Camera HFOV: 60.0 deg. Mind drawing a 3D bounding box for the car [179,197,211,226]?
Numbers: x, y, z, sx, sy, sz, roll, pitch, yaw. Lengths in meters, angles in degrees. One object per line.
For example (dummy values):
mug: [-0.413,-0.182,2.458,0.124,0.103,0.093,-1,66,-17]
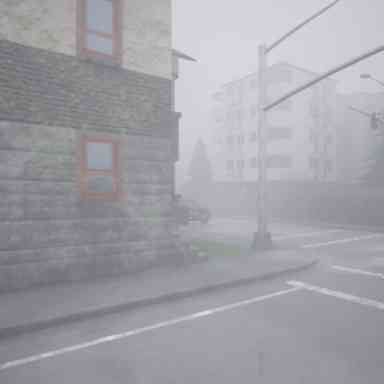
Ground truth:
car: [-0.829,1.422,26.279,2.150,2.045,5.566,0,0,-36]
